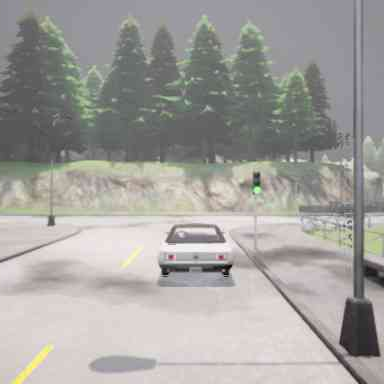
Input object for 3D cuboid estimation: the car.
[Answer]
[{"bbox_3d":[0.098,1.615,10.343,1.895,1.301,4.718,0,0,0],"label":"car"}]
